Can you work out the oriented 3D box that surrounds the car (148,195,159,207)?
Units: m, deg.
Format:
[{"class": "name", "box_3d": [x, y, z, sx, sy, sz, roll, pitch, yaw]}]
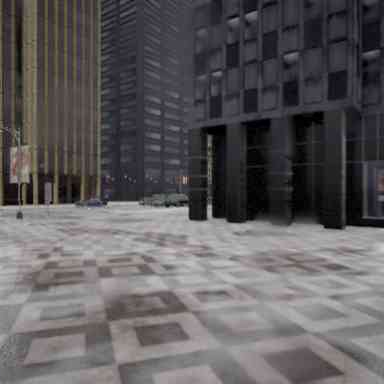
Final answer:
[{"class": "car", "box_3d": [-4.044, 1.671, 53.540, 2.033, 1.411, 5.357, 0, 0, 36]}]

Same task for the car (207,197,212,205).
[{"class": "car", "box_3d": [4.262, 1.643, 59.597, 1.837, 1.490, 4.892, 0, 0, 36]}]

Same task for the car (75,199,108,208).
[{"class": "car", "box_3d": [-15.026, 1.710, 49.640, 1.895, 1.301, 4.718, 0, 0, 36]}]

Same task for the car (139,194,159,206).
[{"class": "car", "box_3d": [-6.457, 1.348, 55.911, 2.150, 2.045, 5.566, 0, 0, 36]}]

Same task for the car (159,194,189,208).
[{"class": "car", "box_3d": [-1.935, 1.341, 50.921, 2.150, 2.045, 5.566, 0, 0, 36]}]
